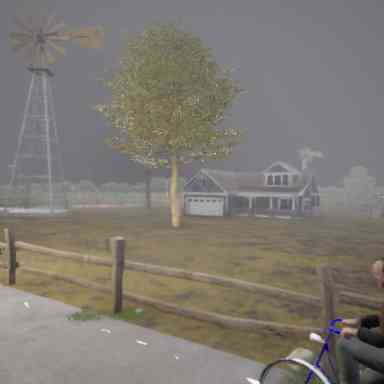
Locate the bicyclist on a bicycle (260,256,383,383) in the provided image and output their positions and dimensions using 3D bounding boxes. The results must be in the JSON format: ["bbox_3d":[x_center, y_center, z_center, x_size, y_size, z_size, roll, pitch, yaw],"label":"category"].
[{"bbox_3d":[1.426,1.410,2.798,1.843,1.776,0.659,0,0,34],"label":"bicyclist on a bicycle"}]
